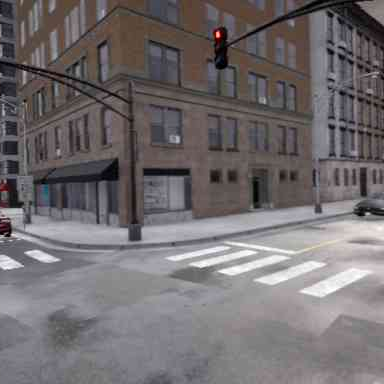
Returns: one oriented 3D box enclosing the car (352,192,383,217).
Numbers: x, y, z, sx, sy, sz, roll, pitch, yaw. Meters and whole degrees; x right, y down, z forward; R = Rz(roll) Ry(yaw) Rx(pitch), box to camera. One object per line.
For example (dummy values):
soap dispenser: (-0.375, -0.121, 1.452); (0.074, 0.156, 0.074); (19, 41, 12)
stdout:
car: (11.448, 0.685, 19.637); (5.357, 1.411, 2.033); (-3, 2, -41)

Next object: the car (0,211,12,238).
car: (-10.144, 1.488, 16.215); (1.887, 1.381, 4.507); (-3, 2, -41)
